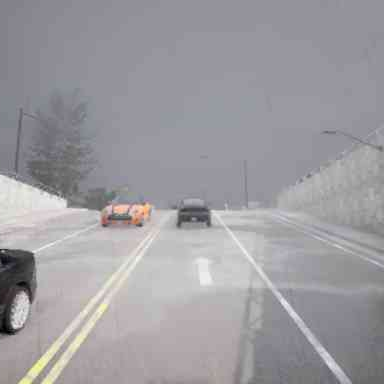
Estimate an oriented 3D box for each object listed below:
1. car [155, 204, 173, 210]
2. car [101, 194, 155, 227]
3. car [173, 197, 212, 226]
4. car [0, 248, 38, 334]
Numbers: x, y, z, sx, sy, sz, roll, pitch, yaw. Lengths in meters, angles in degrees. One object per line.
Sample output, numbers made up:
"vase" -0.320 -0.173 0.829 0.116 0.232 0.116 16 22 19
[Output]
"car" -3.008 2.102 37.996 4.718 1.301 1.895 -6 -10 33
"car" -3.569 0.922 18.655 2.097 1.767 4.553 0 1 0
"car" 0.102 1.057 19.427 1.837 1.490 4.892 0 2 0
"car" -3.596 1.428 3.706 1.882 1.535 5.008 0 1 0
